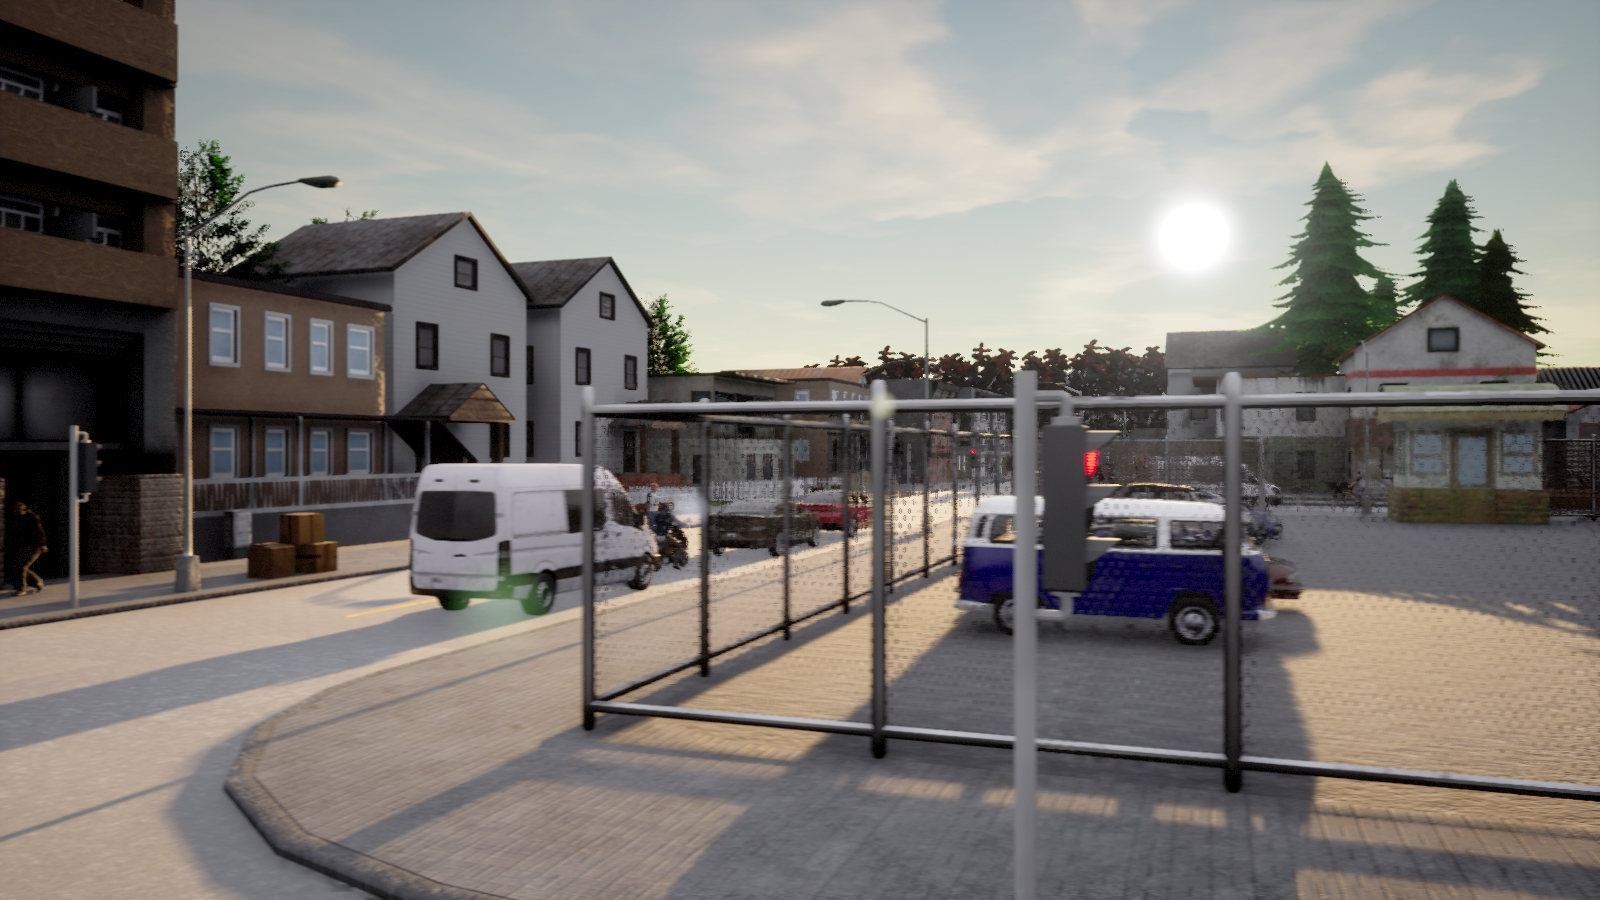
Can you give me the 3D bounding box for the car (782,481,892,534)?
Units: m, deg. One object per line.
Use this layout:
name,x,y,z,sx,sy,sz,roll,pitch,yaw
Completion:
car,1.332,1.842,37.901,2.231,1.480,4.892,0,0,20

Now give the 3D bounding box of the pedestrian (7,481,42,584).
pedestrian,-14.323,1.516,21.101,0.375,1.860,0.375,0,0,9

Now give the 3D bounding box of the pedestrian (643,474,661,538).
pedestrian,-4.332,1.629,33.532,0.375,1.860,0.375,0,0,30

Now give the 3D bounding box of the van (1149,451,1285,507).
van,19.520,1.316,53.658,5.915,2.561,1.988,0,0,20

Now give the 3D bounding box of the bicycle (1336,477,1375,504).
bicycle,26.868,1.937,55.258,1.643,1.296,0.373,0,0,20

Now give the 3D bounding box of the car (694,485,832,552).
car,-0.913,1.815,31.710,2.097,1.535,5.006,0,0,20

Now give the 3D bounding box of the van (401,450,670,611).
van,-4.660,1.312,21.381,1.988,2.561,5.915,0,0,20
